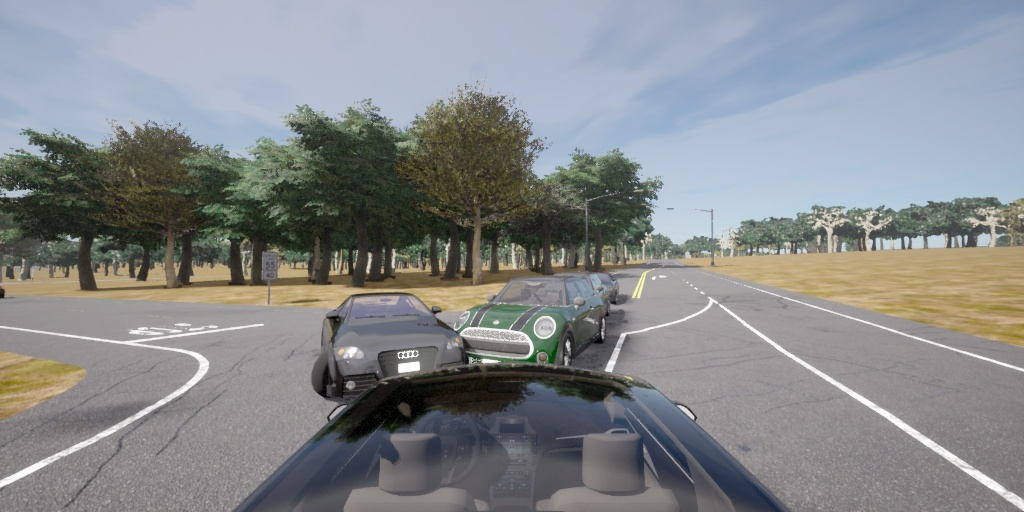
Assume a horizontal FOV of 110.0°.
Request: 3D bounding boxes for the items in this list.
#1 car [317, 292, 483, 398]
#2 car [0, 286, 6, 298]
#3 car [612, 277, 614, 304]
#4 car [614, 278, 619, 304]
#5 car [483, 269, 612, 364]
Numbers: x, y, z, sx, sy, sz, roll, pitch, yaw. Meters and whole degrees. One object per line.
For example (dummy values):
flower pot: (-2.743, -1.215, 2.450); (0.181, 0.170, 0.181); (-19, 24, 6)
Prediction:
car: (-2.351, 1.375, 6.578); (1.994, 1.385, 4.181); (1, -2, -29)
car: (-40.855, 2.562, 27.344); (4.181, 1.385, 1.994); (-2, -3, 22)
car: (2.027, 1.343, 12.096); (2.097, 1.767, 4.553); (-1, -1, 21)
car: (4.222, 1.508, 17.822); (1.994, 1.385, 4.181); (-1, 0, 19)
car: (0.620, 1.217, 7.783); (2.097, 1.767, 4.553); (-1, -2, 26)
